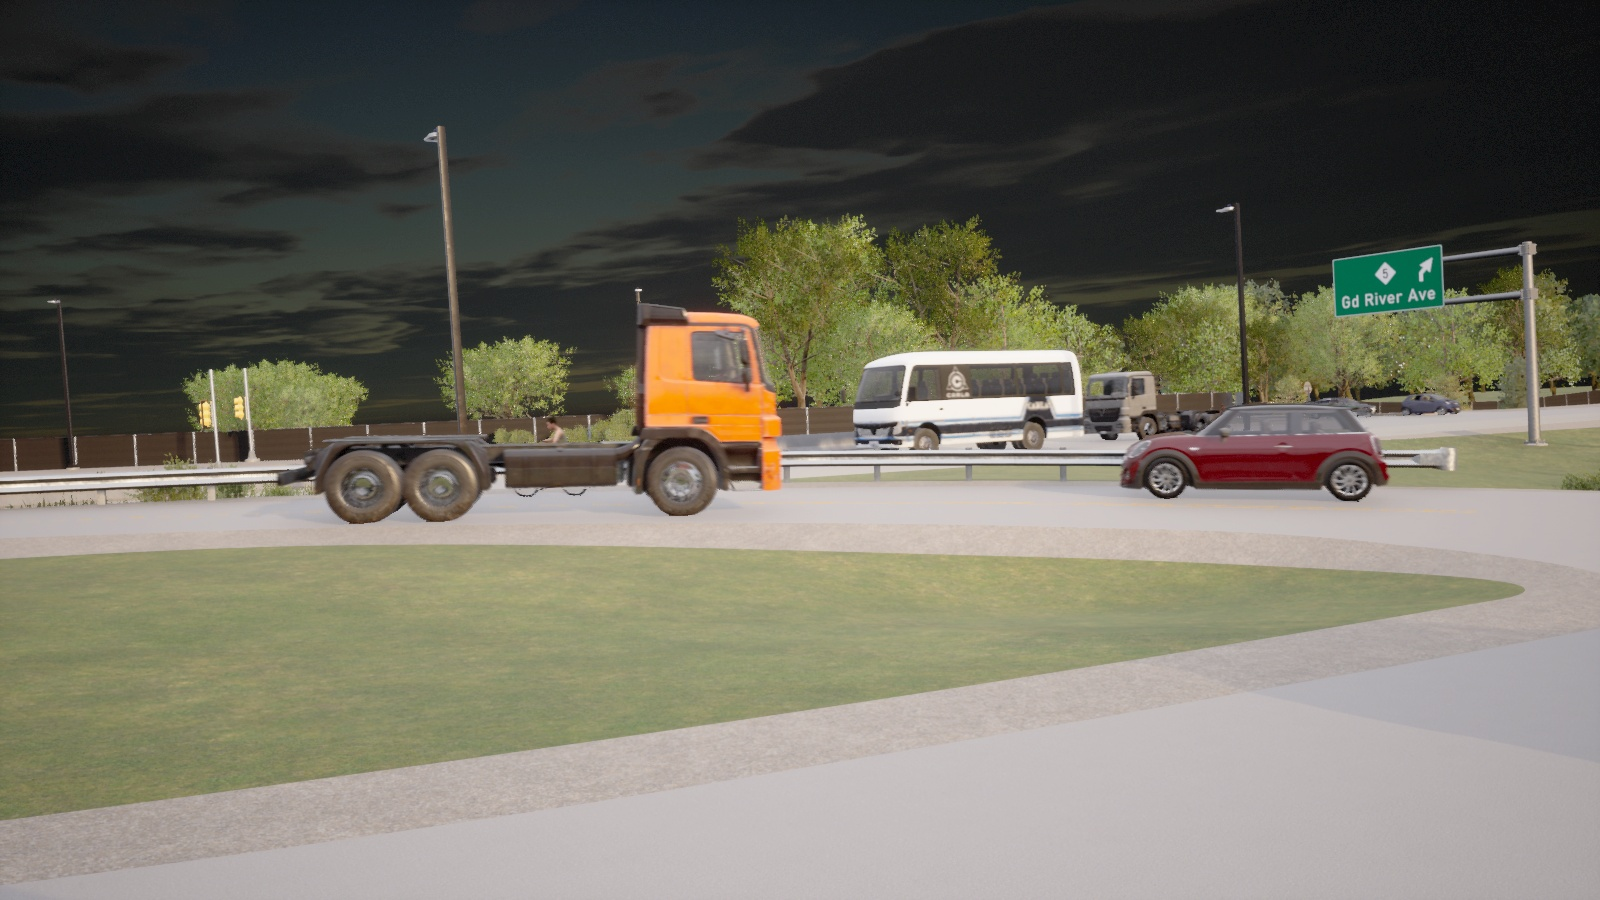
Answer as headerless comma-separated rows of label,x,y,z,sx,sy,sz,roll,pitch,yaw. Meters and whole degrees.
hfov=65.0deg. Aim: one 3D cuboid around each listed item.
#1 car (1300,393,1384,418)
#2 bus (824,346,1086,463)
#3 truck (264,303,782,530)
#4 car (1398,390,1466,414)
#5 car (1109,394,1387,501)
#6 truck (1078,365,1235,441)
car,37.538,-3.092,87.111,2.128,1.511,4.902,-4,2,-33
bus,6.454,-1.909,51.318,10.273,4.253,3.944,-4,2,-33
truck,-4.488,-0.630,21.272,7.936,3.462,2.891,-1,2,-11
car,42.902,-3.231,85.300,1.845,1.501,3.633,-4,2,-33
car,8.063,-0.080,22.901,4.553,1.767,2.097,0,3,18
truck,17.885,-2.380,62.818,7.936,3.462,2.891,-4,2,-33
